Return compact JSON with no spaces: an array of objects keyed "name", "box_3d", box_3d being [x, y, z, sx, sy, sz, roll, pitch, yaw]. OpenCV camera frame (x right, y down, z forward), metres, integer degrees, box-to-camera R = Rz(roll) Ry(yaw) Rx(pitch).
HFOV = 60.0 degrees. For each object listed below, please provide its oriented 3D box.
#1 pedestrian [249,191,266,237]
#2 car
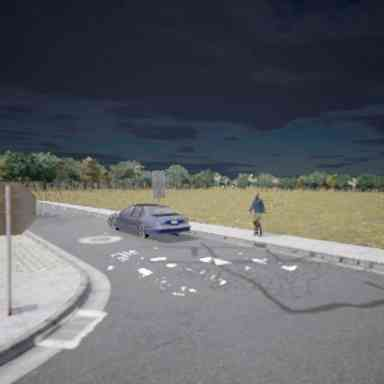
[{"name":"pedestrian","box_3d":[2.636,0.873,13.325,0.375,1.860,0.375,0,0,-36]},{"name":"car","box_3d":[-2.179,1.257,15.664,2.033,1.411,5.357,-1,1,-36]}]
